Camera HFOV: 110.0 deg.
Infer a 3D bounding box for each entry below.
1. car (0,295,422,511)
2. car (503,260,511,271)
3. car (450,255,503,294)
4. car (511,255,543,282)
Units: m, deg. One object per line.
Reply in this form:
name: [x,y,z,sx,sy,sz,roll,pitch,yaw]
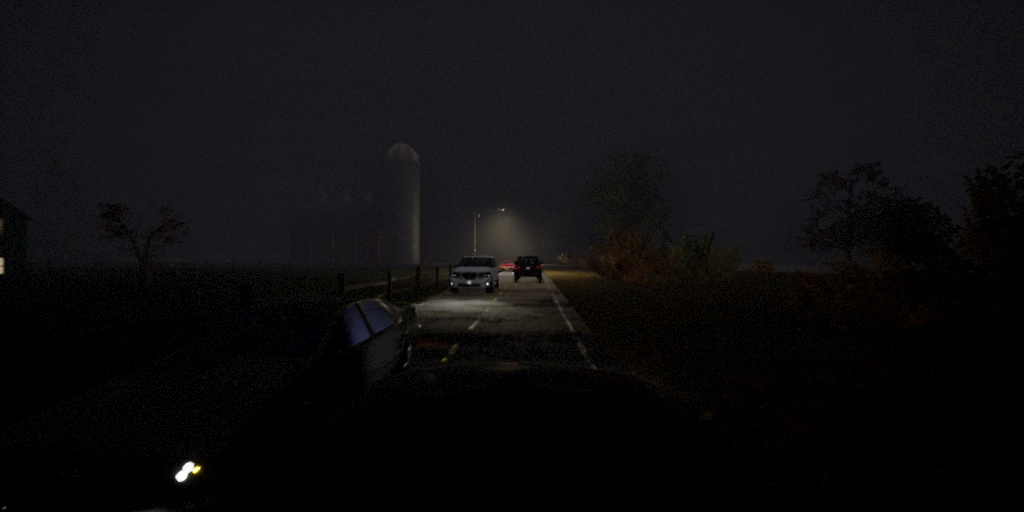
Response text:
car: [-2.733,1.285,4.854,2.033,1.411,5.357,0,0,1]
car: [-0.514,1.294,45.471,1.812,1.442,4.674,0,0,3]
car: [-1.983,0.954,20.670,2.150,2.045,5.566,0,0,4]
car: [1.327,0.973,28.955,2.150,2.045,5.566,0,0,4]
